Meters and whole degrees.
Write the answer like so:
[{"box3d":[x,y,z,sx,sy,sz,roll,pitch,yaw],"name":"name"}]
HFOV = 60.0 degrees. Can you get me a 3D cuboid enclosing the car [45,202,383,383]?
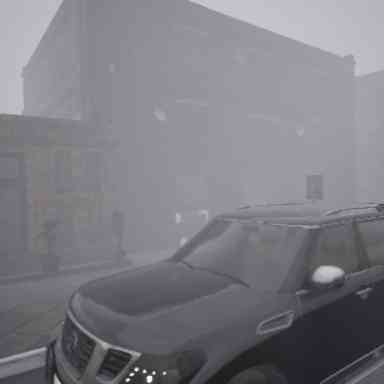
[{"box3d":[1.203,1.198,4.236,5.566,2.045,2.150,0,0,-35],"name":"car"}]
